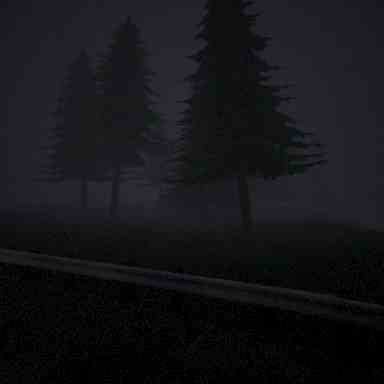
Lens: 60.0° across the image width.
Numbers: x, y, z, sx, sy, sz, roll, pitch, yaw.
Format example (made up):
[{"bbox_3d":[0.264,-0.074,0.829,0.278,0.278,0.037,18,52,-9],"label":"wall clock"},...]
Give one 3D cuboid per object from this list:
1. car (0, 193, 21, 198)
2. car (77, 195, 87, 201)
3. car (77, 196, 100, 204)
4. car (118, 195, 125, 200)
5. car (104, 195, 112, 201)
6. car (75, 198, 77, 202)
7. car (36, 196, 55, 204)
[{"bbox_3d":[-38.980,1.225,71.219,2.150,2.045,5.566,0,0,5],"label":"car"},{"bbox_3d":[-29.476,1.595,89.496,1.895,1.301,4.718,0,0,-10],"label":"car"},{"bbox_3d":[-18.820,1.478,62.024,1.882,1.535,5.008,0,0,8],"label":"car"},{"bbox_3d":[-18.430,1.540,86.582,2.033,1.411,5.357,0,0,-10],"label":"car"},{"bbox_3d":[-22.203,1.500,88.095,1.837,1.490,4.892,0,0,-10],"label":"car"},{"bbox_3d":[-21.809,1.526,66.499,1.812,1.442,4.674,0,0,5],"label":"car"},{"bbox_3d":[-28.954,1.501,65.769,1.837,1.490,4.892,0,0,5],"label":"car"}]
